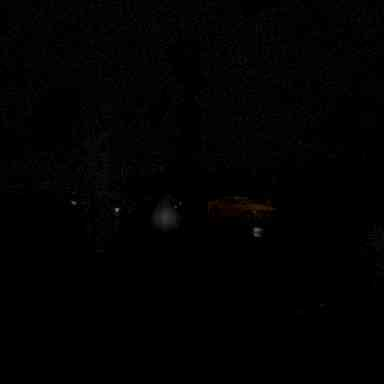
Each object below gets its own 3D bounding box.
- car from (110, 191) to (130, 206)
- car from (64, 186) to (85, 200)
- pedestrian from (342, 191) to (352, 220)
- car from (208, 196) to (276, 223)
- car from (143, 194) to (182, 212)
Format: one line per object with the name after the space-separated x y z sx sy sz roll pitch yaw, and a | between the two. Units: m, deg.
-8.639 0.683 37.358 1.837 1.490 4.892 0 1 -35 | car
-17.557 0.128 49.984 2.150 2.045 5.566 0 1 -35 | car
9.971 0.860 21.570 0.375 1.860 0.375 1 -1 -36 | pedestrian
3.032 1.013 21.006 1.882 1.535 5.008 0 1 -36 | car
-2.685 0.885 29.018 1.812 1.442 4.674 0 1 -35 | car
